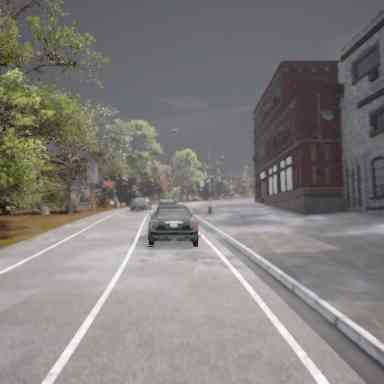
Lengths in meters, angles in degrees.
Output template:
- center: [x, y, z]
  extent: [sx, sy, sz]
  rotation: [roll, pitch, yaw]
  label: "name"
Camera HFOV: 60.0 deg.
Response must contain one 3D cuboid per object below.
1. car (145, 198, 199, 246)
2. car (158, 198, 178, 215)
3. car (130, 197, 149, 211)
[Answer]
- center: [-0.913, 1.343, 15.368]
  extent: [2.097, 1.767, 4.553]
  rotation: [0, 0, -5]
  label: "car"
- center: [-2.403, 1.396, 33.926]
  extent: [1.837, 1.490, 4.892]
  rotation: [0, 1, -2]
  label: "car"
- center: [-5.793, 1.380, 38.122]
  extent: [1.837, 1.490, 4.892]
  rotation: [-1, 0, 2]
  label: "car"
